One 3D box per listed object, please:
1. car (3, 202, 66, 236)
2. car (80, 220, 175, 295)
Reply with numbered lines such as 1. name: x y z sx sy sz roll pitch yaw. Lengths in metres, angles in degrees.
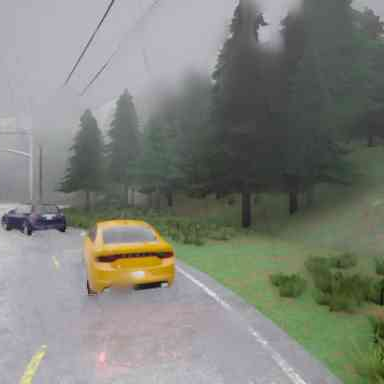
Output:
1. car: -9.103 1.389 19.073 4.553 1.767 2.097 0 0 44
2. car: -1.919 1.495 8.985 1.882 1.535 5.008 0 0 -20
